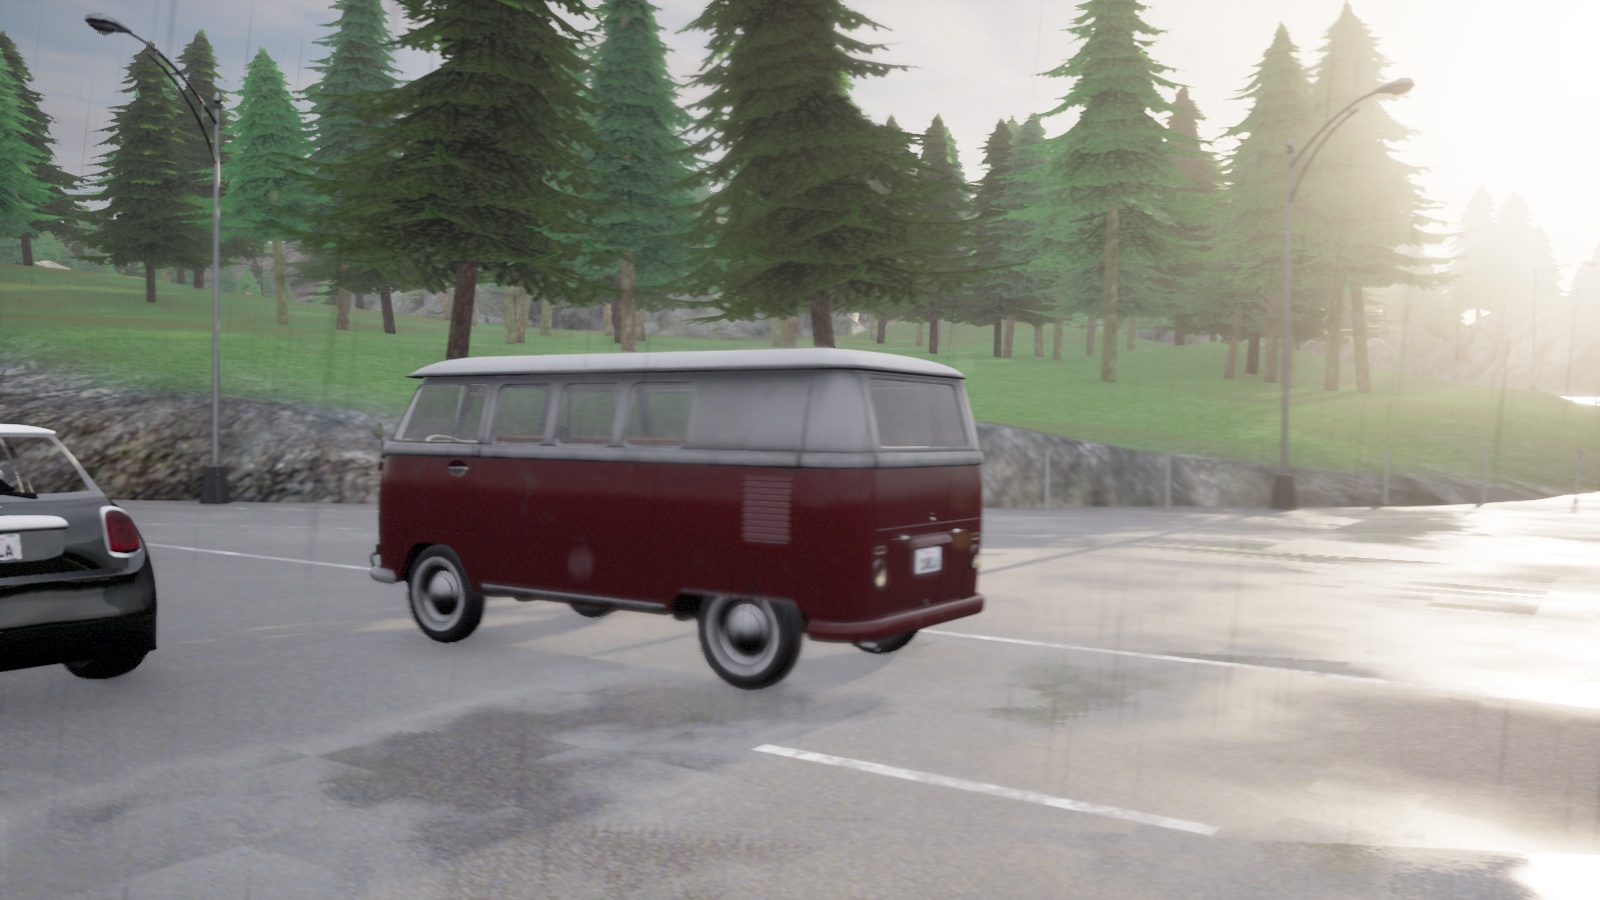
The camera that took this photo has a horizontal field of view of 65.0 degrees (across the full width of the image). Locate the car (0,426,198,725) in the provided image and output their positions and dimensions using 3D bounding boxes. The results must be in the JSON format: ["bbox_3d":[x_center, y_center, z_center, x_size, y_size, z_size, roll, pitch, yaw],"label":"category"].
[{"bbox_3d":[-5.525,0.613,7.292,3.806,1.475,1.970,0,1,34],"label":"car"}]

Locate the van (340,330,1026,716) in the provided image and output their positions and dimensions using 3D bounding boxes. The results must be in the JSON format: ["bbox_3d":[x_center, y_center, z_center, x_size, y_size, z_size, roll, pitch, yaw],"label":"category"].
[{"bbox_3d":[-0.917,0.356,8.428,4.442,1.987,1.775,0,1,34],"label":"van"}]

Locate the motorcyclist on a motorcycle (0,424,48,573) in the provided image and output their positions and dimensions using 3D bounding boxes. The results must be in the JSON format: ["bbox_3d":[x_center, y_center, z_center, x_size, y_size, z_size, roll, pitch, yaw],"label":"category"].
[{"bbox_3d":[-9.305,0.516,14.003,1.817,1.590,0.866,0,1,34],"label":"motorcyclist on a motorcycle"}]
